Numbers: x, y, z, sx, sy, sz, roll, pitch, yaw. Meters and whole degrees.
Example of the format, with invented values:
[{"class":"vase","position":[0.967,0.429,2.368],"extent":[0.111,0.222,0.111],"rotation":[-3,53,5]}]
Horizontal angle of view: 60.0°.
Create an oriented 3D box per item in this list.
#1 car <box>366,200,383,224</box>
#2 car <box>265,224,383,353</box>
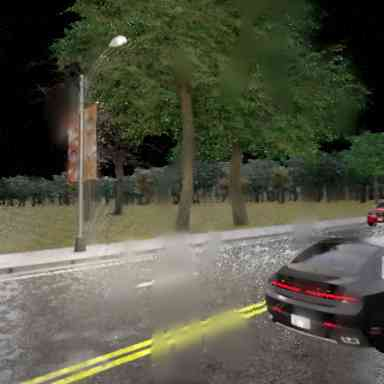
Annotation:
[{"class":"car","position":[15.367,1.588,25.285],"extent":[5.566,2.045,2.150],"rotation":[1,-2,-40]},{"class":"car","position":[3.391,1.607,6.317],"extent":[4.892,1.490,1.837],"rotation":[0,-2,-40]}]
